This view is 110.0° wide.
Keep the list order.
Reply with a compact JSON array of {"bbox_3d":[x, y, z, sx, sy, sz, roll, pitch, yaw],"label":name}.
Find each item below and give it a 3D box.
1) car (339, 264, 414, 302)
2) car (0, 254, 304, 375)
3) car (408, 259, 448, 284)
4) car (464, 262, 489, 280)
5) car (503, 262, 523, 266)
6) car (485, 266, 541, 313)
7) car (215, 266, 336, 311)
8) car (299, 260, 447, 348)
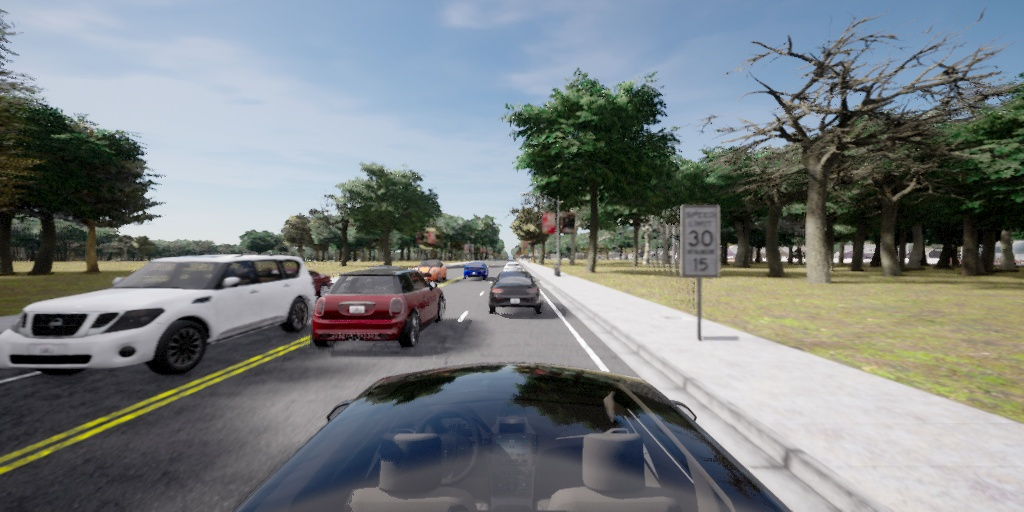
[{"bbox_3d":[-6.556,1.242,18.047,1.882,1.535,5.008,0,0,0],"label":"car"},{"bbox_3d":[-6.593,0.976,7.841,2.150,2.045,5.566,0,0,0],"label":"car"},{"bbox_3d":[-6.493,1.129,28.333,2.097,1.767,4.553,0,0,0],"label":"car"},{"bbox_3d":[-3.142,1.259,32.032,1.882,1.535,5.008,0,0,0],"label":"car"},{"bbox_3d":[0.108,1.310,34.515,1.812,1.442,4.674,0,0,0],"label":"car"},{"bbox_3d":[0.103,1.285,13.876,1.812,1.442,4.674,0,0,0],"label":"car"},{"bbox_3d":[-9.751,1.241,15.417,1.882,1.535,5.008,0,0,0],"label":"car"},{"bbox_3d":[-3.148,1.107,9.417,2.097,1.767,4.553,0,0,0],"label":"car"}]
